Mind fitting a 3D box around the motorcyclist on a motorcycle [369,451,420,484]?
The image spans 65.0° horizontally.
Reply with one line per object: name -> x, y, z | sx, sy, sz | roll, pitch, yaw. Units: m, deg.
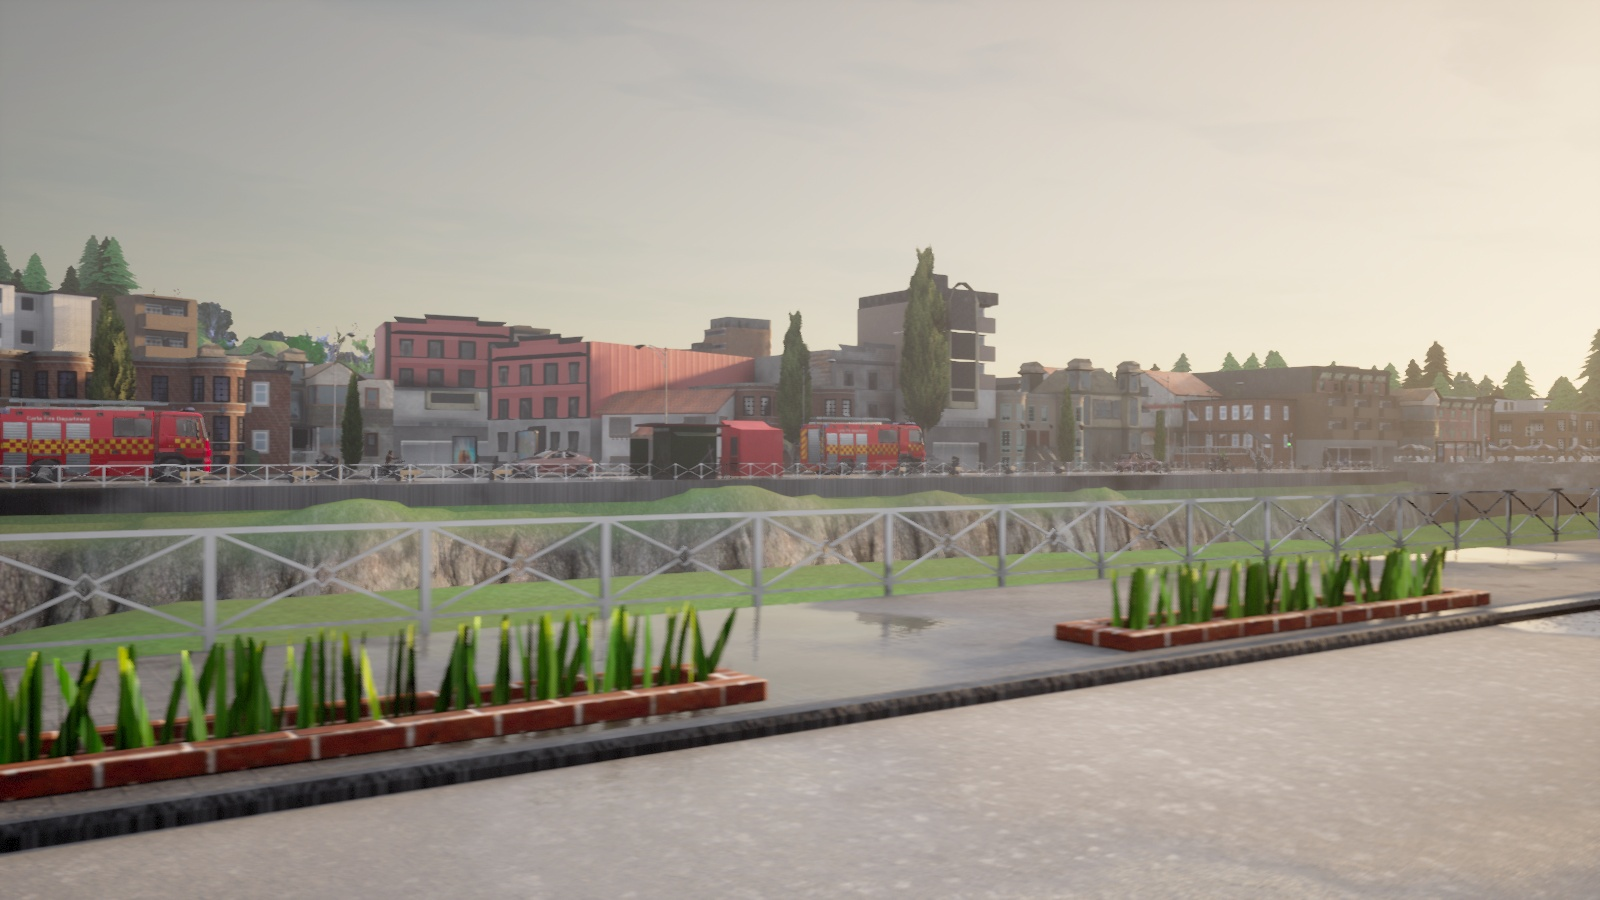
motorcyclist on a motorcycle -> -20.941, 0.898, 64.865 | 2.350, 1.649, 0.766 | 0, 0, -35

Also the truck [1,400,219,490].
truck -> -31.502, -0.212, 57.513 | 8.468, 3.827, 2.891 | 0, 0, -35

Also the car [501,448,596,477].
car -> -14.792, 0.736, 74.025 | 5.027, 1.651, 2.152 | 0, 0, -35

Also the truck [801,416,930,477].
truck -> 4.398, -0.227, 82.518 | 8.468, 3.827, 2.891 | 0, 0, -35

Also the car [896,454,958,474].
car -> 9.175, 1.012, 90.717 | 4.181, 1.385, 1.994 | 0, 0, -35
